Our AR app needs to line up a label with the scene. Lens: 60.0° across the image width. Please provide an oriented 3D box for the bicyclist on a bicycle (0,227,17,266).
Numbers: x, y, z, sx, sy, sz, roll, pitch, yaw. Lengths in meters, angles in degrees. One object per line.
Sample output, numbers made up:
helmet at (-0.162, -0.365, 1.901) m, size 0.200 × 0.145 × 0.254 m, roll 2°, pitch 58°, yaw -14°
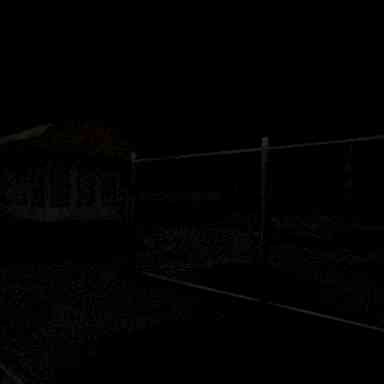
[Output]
bicyclist on a bicycle at (-6.053, 1.465, 9.895) m, size 0.582 × 1.620 × 1.656 m, roll 0°, pitch -2°, yaw 41°
